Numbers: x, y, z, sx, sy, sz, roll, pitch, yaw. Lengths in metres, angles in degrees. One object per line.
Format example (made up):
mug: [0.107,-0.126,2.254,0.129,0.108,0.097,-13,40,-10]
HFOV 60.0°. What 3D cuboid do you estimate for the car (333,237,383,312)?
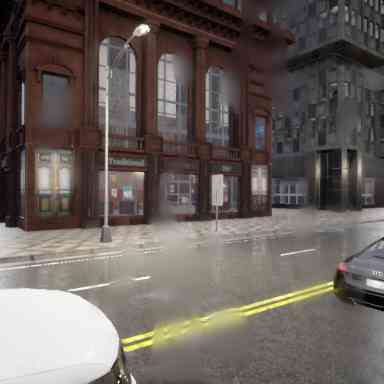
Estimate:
car: [4.825,1.561,6.899,4.181,1.385,1.994,0,0,-35]

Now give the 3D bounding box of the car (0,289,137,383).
car: [-2.912,1.222,1.358,5.566,2.045,2.150,0,0,-36]
